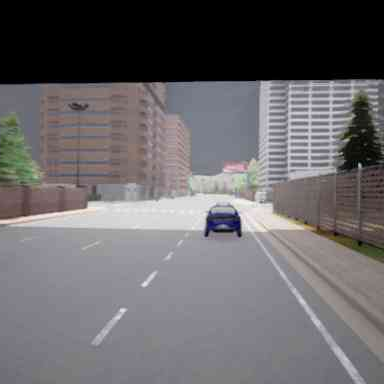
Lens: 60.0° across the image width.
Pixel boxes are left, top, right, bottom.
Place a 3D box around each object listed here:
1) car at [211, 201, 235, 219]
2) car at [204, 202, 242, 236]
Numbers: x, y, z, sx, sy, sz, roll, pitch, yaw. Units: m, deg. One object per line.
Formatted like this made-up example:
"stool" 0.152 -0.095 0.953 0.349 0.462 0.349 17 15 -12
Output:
"car" 2.842 1.567 30.350 1.994 1.385 4.181 1 0 5
"car" 1.715 1.479 18.426 1.882 1.535 5.008 1 0 5
